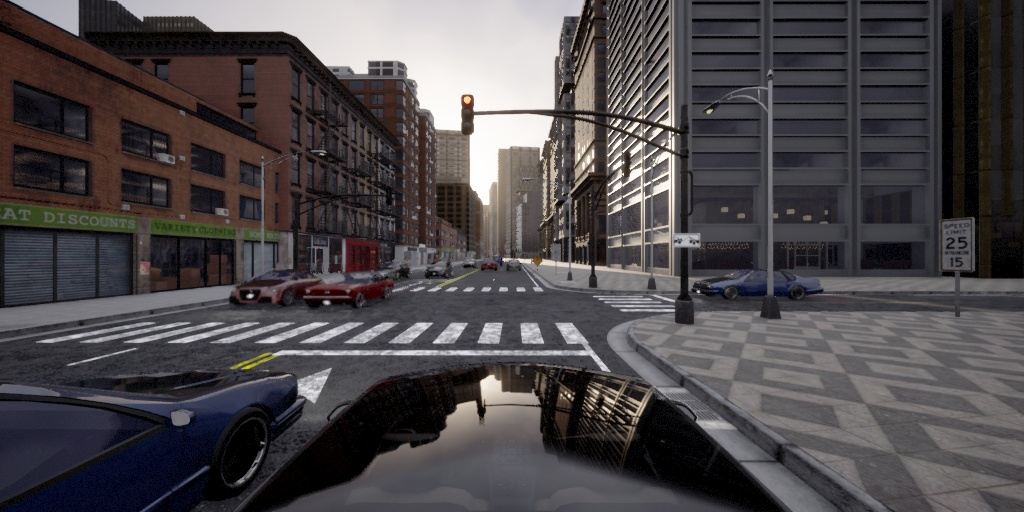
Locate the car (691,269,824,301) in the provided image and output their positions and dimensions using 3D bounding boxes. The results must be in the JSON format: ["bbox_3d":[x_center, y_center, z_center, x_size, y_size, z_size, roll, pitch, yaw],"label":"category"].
[{"bbox_3d":[11.524,1.310,17.017,5.357,1.411,2.033,0,0,1],"label":"car"}]

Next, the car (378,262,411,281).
[{"bbox_3d":[-9.756,1.235,29.536,2.128,1.511,4.902,0,0,0],"label":"car"}]

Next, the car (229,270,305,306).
[{"bbox_3d":[-9.803,1.314,15.413,1.994,1.385,4.181,0,0,0],"label":"car"}]

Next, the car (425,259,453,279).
[{"bbox_3d":[-6.496,1.247,32.345,1.837,1.490,4.892,0,0,0],"label":"car"}]

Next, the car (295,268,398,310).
[{"bbox_3d":[-6.556,1.351,14.931,1.895,1.301,4.718,0,0,0],"label":"car"}]

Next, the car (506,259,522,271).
[{"bbox_3d":[0.263,1.217,49.843,2.128,1.511,4.902,0,0,0],"label":"car"}]

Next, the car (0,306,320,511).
[{"bbox_3d":[-3.150,1.297,1.392,2.033,1.411,5.357,0,0,0],"label":"car"}]

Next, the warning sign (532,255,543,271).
[{"bbox_3d":[2.988,0.848,42.157,1.300,1.860,1.060,0,0,0],"label":"warning sign"}]

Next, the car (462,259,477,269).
[{"bbox_3d":[-6.393,1.227,54.820,1.837,1.490,4.892,0,0,0],"label":"car"}]

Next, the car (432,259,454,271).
[{"bbox_3d":[-9.672,1.216,50.591,2.128,1.511,4.902,0,0,0],"label":"car"}]

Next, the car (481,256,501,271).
[{"bbox_3d":[-2.989,1.078,49.117,2.097,1.767,4.553,0,0,0],"label":"car"}]
